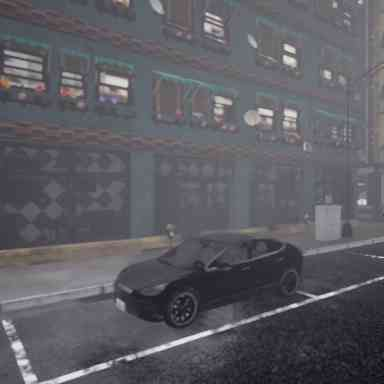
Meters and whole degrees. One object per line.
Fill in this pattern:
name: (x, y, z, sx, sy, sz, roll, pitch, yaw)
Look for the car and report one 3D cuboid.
car: (0.557, 1.556, 6.956, 4.313, 1.339, 1.947, 0, 0, -36)
